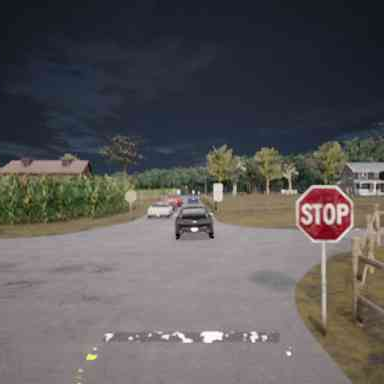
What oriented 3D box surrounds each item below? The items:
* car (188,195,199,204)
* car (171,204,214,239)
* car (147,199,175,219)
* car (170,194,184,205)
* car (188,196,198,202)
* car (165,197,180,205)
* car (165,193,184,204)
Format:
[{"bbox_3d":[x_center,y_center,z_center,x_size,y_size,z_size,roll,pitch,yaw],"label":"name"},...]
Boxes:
[{"bbox_3d":[0.260,1.320,61.872,2.097,1.767,4.553,0,0,0],"label":"car"},{"bbox_3d":[0.110,1.538,17.557,1.837,1.490,4.892,-2,-2,0],"label":"car"},{"bbox_3d":[-2.769,1.590,29.373,1.895,1.301,4.718,0,0,0],"label":"car"},{"bbox_3d":[-2.599,1.322,58.684,2.097,1.767,4.553,0,0,1],"label":"car"},{"bbox_3d":[0.211,1.515,72.110,1.994,1.385,4.181,0,0,0],"label":"car"},{"bbox_3d":[-2.732,1.582,38.963,1.895,1.301,4.718,0,0,0],"label":"car"},{"bbox_3d":[-2.691,1.196,48.743,2.150,2.045,5.566,0,0,0],"label":"car"}]
